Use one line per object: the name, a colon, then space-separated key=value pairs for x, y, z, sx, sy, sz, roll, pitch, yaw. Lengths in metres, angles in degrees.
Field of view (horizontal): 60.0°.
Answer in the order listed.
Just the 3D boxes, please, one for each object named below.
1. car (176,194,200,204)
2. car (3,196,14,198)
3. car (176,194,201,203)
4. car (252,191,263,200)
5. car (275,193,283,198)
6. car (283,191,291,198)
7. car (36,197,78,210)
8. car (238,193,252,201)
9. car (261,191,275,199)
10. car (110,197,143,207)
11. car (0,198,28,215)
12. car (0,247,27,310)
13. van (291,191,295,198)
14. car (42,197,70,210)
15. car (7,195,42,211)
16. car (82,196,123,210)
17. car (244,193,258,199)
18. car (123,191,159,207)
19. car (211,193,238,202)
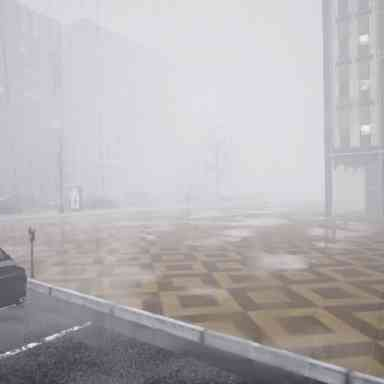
car: x=-0.547 y=1.062 z=50.738 sx=1.967 sy=1.590 sz=4.097 roll=-1 pitch=0 yaw=36
car: x=-20.718 y=1.412 z=32.769 sx=1.837 sy=1.490 sz=4.892 roll=-1 pitch=0 yaw=36
car: x=-0.525 y=1.164 z=60.480 sx=1.882 sy=1.535 sz=5.008 roll=-1 pitch=0 yaw=36
car: x=12.422 y=1.046 z=68.645 sx=1.802 sy=1.307 sz=4.206 roll=-1 pitch=0 yaw=36
car: x=18.906 y=0.937 z=77.599 sx=2.008 sy=1.369 sz=4.403 roll=-1 pitch=0 yaw=36
car: x=22.148 y=0.931 z=82.076 sx=1.802 sy=1.307 sz=4.206 roll=-1 pitch=0 yaw=36
car: x=-17.058 y=1.415 z=42.224 sx=1.887 sy=1.381 sz=4.507 roll=-1 pitch=0 yaw=36
car: x=9.180 y=1.047 z=64.169 sx=1.887 sy=1.381 sz=4.507 roll=-1 pitch=0 yaw=36
car: x=15.661 y=0.740 z=73.122 sx=2.192 sy=1.841 sz=5.009 roll=-1 pitch=0 yaw=36
car: x=-9.457 y=1.361 z=48.301 sx=1.895 sy=1.301 sz=4.718 roll=-1 pitch=0 yaw=36
car: x=-16.755 y=1.413 z=28.353 sx=1.802 sy=1.307 sz=4.206 roll=-1 pitch=0 yaw=36
car: x=-4.994 y=1.553 z=6.609 sx=4.403 sy=1.369 sz=2.008 roll=0 pitch=-1 yaw=36
van: x=25.388 y=0.654 z=86.553 sx=1.690 sy=1.788 sz=3.998 roll=-1 pitch=0 yaw=36
car: x=-15.259 y=1.361 z=40.330 sx=1.812 sy=1.442 sz=4.674 roll=-1 pitch=0 yaw=36
car: x=-20.302 y=1.228 z=37.746 sx=2.192 sy=1.841 sz=5.009 roll=-1 pitch=0 yaw=36
car: x=-10.273 y=1.186 z=37.307 sx=1.967 sy=1.590 sz=4.097 roll=-1 pitch=0 yaw=36
car: x=15.362 y=1.039 z=86.992 sx=1.947 sy=1.339 sz=4.313 roll=-1 pitch=0 yaw=36
car: x=-7.003 y=0.936 z=46.257 sx=2.150 sy=2.045 sz=5.566 roll=-1 pitch=0 yaw=36
car: x=5.938 y=1.093 z=59.692 sx=2.008 sy=1.369 sz=4.403 roll=-1 pitch=0 yaw=36
